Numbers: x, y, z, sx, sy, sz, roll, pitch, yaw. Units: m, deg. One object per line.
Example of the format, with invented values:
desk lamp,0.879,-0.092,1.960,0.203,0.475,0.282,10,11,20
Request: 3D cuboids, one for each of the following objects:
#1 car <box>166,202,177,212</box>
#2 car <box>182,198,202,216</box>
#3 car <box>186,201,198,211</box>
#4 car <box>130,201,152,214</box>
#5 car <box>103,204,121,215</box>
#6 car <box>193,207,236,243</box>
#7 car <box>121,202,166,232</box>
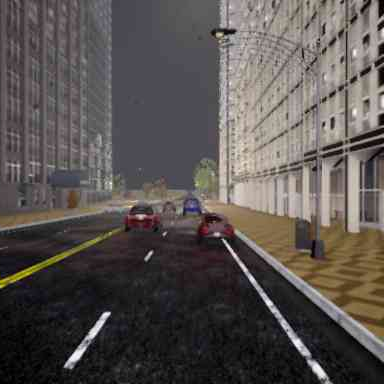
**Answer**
car,-3.165,2.112,47.457,1.812,1.442,4.674,0,-1,0
car,0.025,1.714,39.494,2.150,2.045,5.566,0,-1,1
car,-0.016,2.158,51.355,1.812,1.442,4.674,0,-1,0
car,-6.600,2.033,43.631,2.128,1.511,4.902,0,-1,0
car,-9.854,2.123,42.130,1.895,1.301,4.718,0,-1,0
car,1.132,1.743,17.157,1.812,1.442,4.674,0,-1,0
car,-3.159,1.637,22.669,2.097,1.767,4.553,0,-1,0
